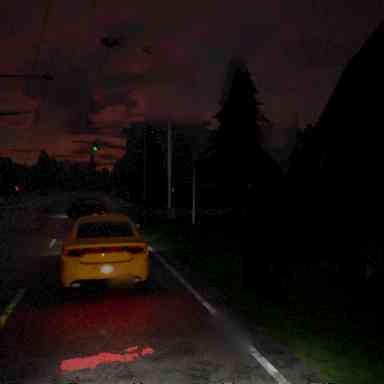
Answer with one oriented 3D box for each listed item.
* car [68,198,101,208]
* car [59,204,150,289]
[{"bbox_3d":[-7.166,1.128,22.579,1.812,1.442,4.674,0,1,-30],"label":"car"},{"bbox_3d":[-2.347,1.321,8.885,1.882,1.535,5.008,0,1,-16],"label":"car"}]
